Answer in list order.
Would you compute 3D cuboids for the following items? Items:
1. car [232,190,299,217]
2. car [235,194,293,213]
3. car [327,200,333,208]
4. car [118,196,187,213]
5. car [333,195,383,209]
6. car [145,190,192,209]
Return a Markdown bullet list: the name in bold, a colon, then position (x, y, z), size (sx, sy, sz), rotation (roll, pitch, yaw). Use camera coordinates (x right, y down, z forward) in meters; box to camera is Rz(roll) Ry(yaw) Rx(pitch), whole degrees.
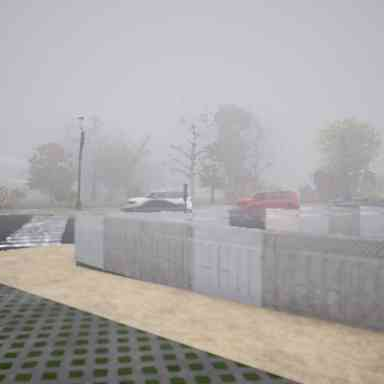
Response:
- **car**: position (6.151, 0.899, 27.542), size (5.566, 2.045, 2.150), rotation (0, 2, -19)
- **car**: position (6.715, 1.030, 31.166), size (5.008, 1.535, 1.882), rotation (0, 2, -19)
- **car**: position (16.189, 1.027, 34.329), size (4.674, 1.442, 1.812), rotation (0, 2, -18)
- **car**: position (-3.058, 1.261, 24.480), size (4.674, 1.442, 1.812), rotation (0, 2, -17)
- **car**: position (16.228, 1.168, 30.921), size (5.357, 1.411, 2.033), rotation (0, 2, -18)
- **car**: position (-2.762, 0.835, 27.985), size (5.566, 2.045, 2.150), rotation (0, 2, -19)
